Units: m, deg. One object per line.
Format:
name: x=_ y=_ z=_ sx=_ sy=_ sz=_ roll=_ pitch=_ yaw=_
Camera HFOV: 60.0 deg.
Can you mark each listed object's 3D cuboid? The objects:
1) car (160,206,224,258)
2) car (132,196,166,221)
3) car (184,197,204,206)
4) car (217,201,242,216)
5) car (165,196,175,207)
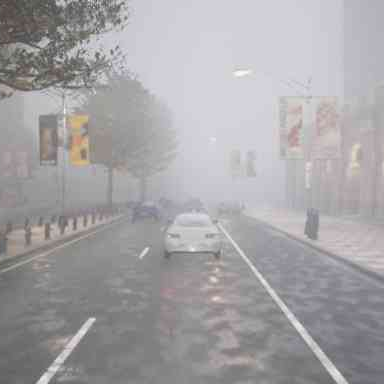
car: x=0.023 y=1.466 z=12.300 sx=1.812 sy=1.442 sz=4.674 roll=0 pitch=0 yaw=0
car: x=-3.345 y=1.351 z=25.747 sx=1.882 sy=1.535 sz=5.008 roll=0 pitch=1 yaw=0
car: x=0.158 y=1.417 z=27.043 sx=2.033 sy=1.411 sz=5.357 roll=0 pitch=0 yaw=0
car: x=3.314 y=1.450 z=30.614 sx=1.895 sy=1.301 sz=4.718 roll=0 pitch=0 yaw=0
car: x=-3.307 y=1.268 z=43.101 sx=1.882 sy=1.535 sz=5.008 roll=0 pitch=0 yaw=0
